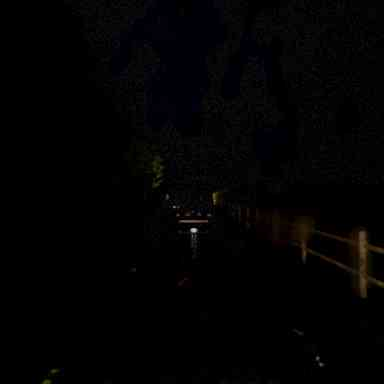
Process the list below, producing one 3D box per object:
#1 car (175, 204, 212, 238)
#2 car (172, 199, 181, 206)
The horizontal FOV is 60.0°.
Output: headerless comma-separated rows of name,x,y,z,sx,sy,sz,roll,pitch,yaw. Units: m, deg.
car,0.092,1.680,18.767,2.128,1.511,4.902,0,0,0
car,-3.530,2.499,77.706,2.128,1.511,4.902,0,-1,0
